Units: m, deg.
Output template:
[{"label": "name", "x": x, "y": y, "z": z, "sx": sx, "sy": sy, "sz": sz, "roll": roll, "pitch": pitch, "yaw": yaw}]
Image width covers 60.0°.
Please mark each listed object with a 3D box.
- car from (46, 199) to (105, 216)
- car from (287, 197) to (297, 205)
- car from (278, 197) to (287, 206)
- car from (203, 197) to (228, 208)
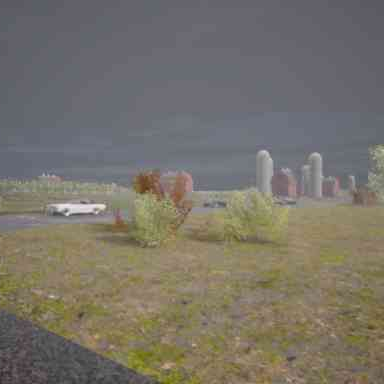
[{"label": "car", "x": -9.872, "y": 1.295, "z": 28.405, "sx": 1.895, "sy": 1.301, "sz": 4.718, "roll": 0, "pitch": 0, "yaw": 37}, {"label": "car", "x": 17.424, "y": 1.697, "z": 60.065, "sx": 1.812, "sy": 1.442, "sz": 4.674, "roll": 0, "pitch": 0, "yaw": 36}, {"label": "car", "x": 13.277, "y": 1.618, "z": 54.252, "sx": 1.812, "sy": 1.442, "sz": 4.674, "roll": 0, "pitch": 0, "yaw": 36}, {"label": "car", "x": 3.400, "y": 1.447, "z": 46.744, "sx": 1.837, "sy": 1.490, "sz": 4.892, "roll": 0, "pitch": 0, "yaw": 36}]
